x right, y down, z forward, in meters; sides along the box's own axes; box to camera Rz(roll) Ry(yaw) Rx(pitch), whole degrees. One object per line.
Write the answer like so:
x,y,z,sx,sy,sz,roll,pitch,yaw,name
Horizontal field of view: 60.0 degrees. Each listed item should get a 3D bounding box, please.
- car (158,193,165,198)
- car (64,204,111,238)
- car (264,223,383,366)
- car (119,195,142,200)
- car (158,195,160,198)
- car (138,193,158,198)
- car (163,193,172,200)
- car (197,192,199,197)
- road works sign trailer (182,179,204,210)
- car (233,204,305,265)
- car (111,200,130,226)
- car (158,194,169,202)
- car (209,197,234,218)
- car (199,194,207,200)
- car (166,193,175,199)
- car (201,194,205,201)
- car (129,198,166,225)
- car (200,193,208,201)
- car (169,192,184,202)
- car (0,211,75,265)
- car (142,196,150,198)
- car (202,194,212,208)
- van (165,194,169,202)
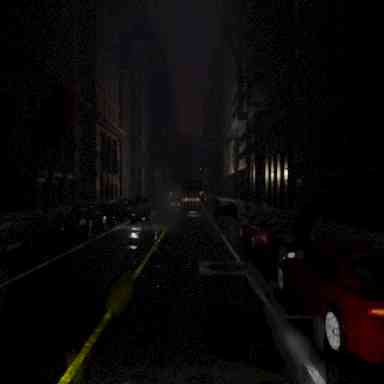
-5.755,1.098,50.649,2.192,1.841,5.009,0,0,0,car
-5.758,1.365,17.040,1.967,1.590,4.097,0,0,0,car
2.766,1.519,5.846,1.887,1.381,4.507,0,0,0,car
-5.757,1.317,28.243,1.967,1.590,4.097,0,0,0,car
-5.757,1.387,45.048,1.802,1.307,4.206,0,0,0,car
-5.756,1.144,39.446,2.192,1.841,5.009,0,0,0,car
-5.754,1.117,78.658,1.967,1.590,4.097,0,0,0,car
2.771,1.012,73.070,2.192,1.841,5.009,0,0,0,car
0.003,0.292,39.907,2.380,3.560,2.880,0,0,0,road works sign trailer
2.767,1.390,11.448,1.967,1.590,4.097,0,0,0,car
-5.758,1.467,22.642,1.947,1.339,4.313,0,0,0,car
-5.755,1.244,67.285,1.752,1.417,4.829,0,0,0,car
2.768,1.422,28.254,1.887,1.381,4.507,0,0,0,car
2.771,1.182,84.444,1.752,1.417,4.829,0,0,0,car
-5.754,1.077,89.862,1.967,1.590,4.097,0,0,0,car
2.769,1.349,50.663,1.947,1.339,4.313,0,0,0,car
-3.097,1.423,23.565,1.812,1.442,4.674,0,0,0,car
2.769,1.311,56.264,2.008,1.369,4.403,0,0,0,car
-3.018,1.223,65.069,2.128,1.511,4.902,0,0,1,car
-5.759,1.532,11.438,1.802,1.307,4.206,0,0,0,car
-5.757,1.419,33.845,1.947,1.339,4.313,0,0,0,car
2.769,1.371,45.061,1.947,1.339,4.313,0,0,0,car
-5.755,1.080,61.852,1.690,1.788,3.998,0,0,0,van
